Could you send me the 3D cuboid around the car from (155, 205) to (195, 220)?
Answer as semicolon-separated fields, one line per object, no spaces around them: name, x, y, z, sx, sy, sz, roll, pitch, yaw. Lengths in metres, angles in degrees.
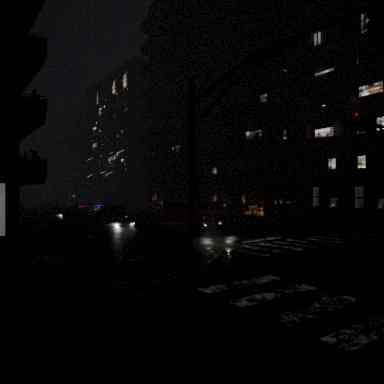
car;-1.830;2.045;34.199;1.887;1.381;4.507;-1;0;-36

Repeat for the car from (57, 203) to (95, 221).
car;-11.877;2.163;33.835;1.887;1.381;4.507;-1;0;-36

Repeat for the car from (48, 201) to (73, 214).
car;-18.568;2.431;47.626;2.033;1.411;5.357;0;-1;-35

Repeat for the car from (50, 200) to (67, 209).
car;-28.433;2.623;70.880;2.192;1.841;5.009;-1;0;-36

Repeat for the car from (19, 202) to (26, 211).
car;-31.825;2.769;61.346;1.887;1.381;4.507;-1;0;-36

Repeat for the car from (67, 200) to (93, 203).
car;-17.691;2.418;51.738;2.128;1.511;4.902;0;-1;-36

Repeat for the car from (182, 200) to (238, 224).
car;1.488;1.713;29.615;2.192;1.841;5.009;-1;0;-36

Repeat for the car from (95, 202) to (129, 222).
car;-7.329;2.043;32.001;1.837;1.490;4.892;0;-1;-36

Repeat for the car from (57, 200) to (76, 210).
car;-25.107;2.523;66.294;2.192;1.841;5.009;-1;0;-36

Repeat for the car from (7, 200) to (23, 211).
car;-35.154;2.639;65.931;2.192;1.841;5.009;-1;0;-36

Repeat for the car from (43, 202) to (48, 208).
car;-31.750;2.972;75.464;1.947;1.339;4.313;-1;0;-36

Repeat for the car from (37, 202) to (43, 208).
car;-35.076;3.049;80.050;1.887;1.381;4.507;-1;0;-36

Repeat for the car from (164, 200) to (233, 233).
car;0.038;1.531;21.826;2.150;2.045;5.566;0;-1;-36

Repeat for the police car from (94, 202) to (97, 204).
police car;-12.311;2.256;49.488;1.930;1.638;5.238;0;-1;-36

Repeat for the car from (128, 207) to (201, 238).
car;-1.804;1.832;19.941;1.752;1.417;4.829;-1;0;-36
